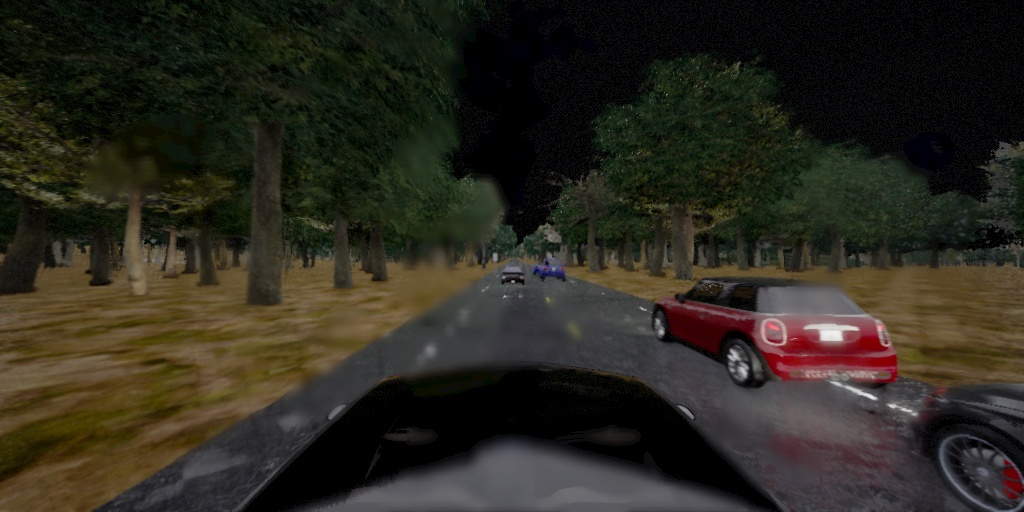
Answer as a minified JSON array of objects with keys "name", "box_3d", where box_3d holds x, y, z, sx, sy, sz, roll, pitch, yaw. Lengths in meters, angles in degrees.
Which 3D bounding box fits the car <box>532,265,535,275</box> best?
[{"name":"car","box_3d":[3.661,1.579,45.760,1.882,1.535,5.008,0,0,1]}]

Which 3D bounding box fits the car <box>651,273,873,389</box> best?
[{"name":"car","box_3d":[4.557,1.177,7.222,2.097,1.767,4.553,0,0,0]}]

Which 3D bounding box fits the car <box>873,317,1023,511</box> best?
[{"name":"car","box_3d":[4.535,1.304,1.249,1.812,1.442,4.674,0,0,0]}]

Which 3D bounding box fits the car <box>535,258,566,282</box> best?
[{"name":"car","box_3d":[3.652,1.242,33.250,2.150,2.045,5.566,0,0,1]}]

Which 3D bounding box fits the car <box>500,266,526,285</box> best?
[{"name":"car","box_3d":[0.084,1.510,28.836,2.033,1.411,5.357,0,0,0]}]
